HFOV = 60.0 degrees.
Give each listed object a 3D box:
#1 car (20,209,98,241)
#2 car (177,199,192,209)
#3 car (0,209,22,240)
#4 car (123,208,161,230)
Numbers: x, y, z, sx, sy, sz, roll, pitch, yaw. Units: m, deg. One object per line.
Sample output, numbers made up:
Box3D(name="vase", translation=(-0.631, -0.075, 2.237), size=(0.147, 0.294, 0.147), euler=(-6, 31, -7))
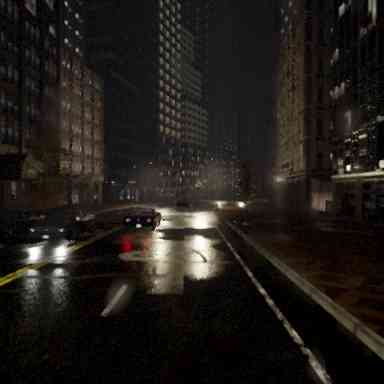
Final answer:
Box3D(name="car", translation=(-6.536, 1.639, 17.560), size=(2.033, 1.411, 5.357), euler=(0, 0, 0))
Box3D(name="car", translation=(-1.187, 1.785, 52.275), size=(1.882, 1.535, 5.008), euler=(0, -1, 7))
Box3D(name="car", translation=(-9.784, 1.640, 17.790), size=(2.033, 1.411, 5.357), euler=(0, 0, 0))
Box3D(name="car", translation=(-3.140, 1.716, 21.906), size=(1.895, 1.301, 4.718), euler=(0, 0, 0))
